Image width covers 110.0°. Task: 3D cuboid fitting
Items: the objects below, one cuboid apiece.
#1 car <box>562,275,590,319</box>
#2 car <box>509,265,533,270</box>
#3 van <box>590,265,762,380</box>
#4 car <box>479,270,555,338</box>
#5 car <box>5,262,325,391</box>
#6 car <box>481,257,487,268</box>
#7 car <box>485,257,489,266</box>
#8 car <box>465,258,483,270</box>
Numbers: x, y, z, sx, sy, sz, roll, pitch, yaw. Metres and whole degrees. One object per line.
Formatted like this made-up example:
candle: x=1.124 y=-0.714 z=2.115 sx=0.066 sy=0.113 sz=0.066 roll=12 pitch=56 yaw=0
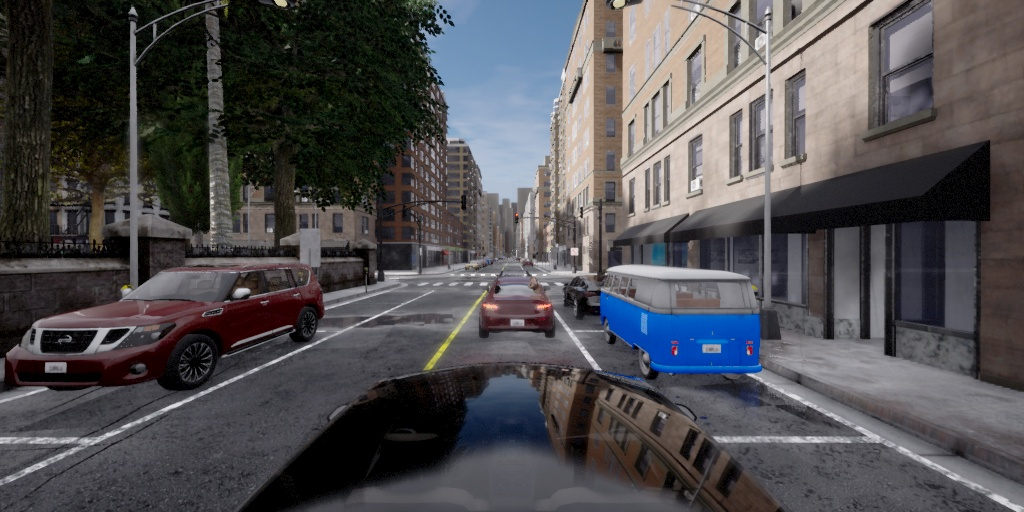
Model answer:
car: x=2.880 y=1.313 z=12.647 sx=1.948 sy=1.339 sz=4.313 roll=0 pitch=0 yaw=0
car: x=0.112 y=1.345 z=18.849 sx=1.895 sy=1.301 sz=4.718 roll=0 pitch=0 yaw=-1
van: x=2.867 y=1.090 z=6.986 sx=1.690 sy=1.789 sz=3.998 roll=0 pitch=0 yaw=0
car: x=0.123 y=1.274 z=10.027 sx=1.812 sy=1.442 sz=4.674 roll=0 pitch=0 yaw=0
car: x=-5.657 y=1.064 z=6.965 sx=2.192 sy=1.841 sz=5.009 roll=0 pitch=0 yaw=0
car: x=-5.552 y=1.271 z=56.104 sx=2.007 sy=1.370 sz=4.403 roll=0 pitch=0 yaw=0
car: x=-5.540 y=1.265 z=61.555 sx=1.888 sy=1.381 sz=4.507 roll=0 pitch=0 yaw=0
car: x=-5.564 y=1.248 z=50.483 sx=1.751 sy=1.417 sz=4.829 roll=0 pitch=0 yaw=0
